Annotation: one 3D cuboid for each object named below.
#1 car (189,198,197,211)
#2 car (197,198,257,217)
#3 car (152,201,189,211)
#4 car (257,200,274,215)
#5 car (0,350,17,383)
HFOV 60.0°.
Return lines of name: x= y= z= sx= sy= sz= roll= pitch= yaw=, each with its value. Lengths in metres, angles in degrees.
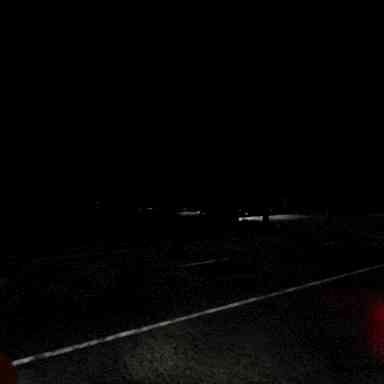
car: x=0.094 y=1.468 z=40.765 sx=2.128 sy=1.511 sz=4.902 roll=0 pitch=0 yaw=-39
car: x=3.163 y=1.528 z=31.343 sx=2.033 sy=1.411 sz=5.357 roll=0 pitch=0 yaw=-39
car: x=-2.971 y=1.458 z=38.991 sx=1.882 sy=1.535 sz=5.008 roll=0 pitch=0 yaw=-39
car: x=5.981 y=1.481 z=33.424 sx=1.837 sy=1.490 sz=4.892 roll=0 pitch=0 yaw=-39
car: x=-3.458 y=1.474 z=1.278 sx=5.008 sy=1.535 sz=1.882 roll=0 pitch=0 yaw=-36
